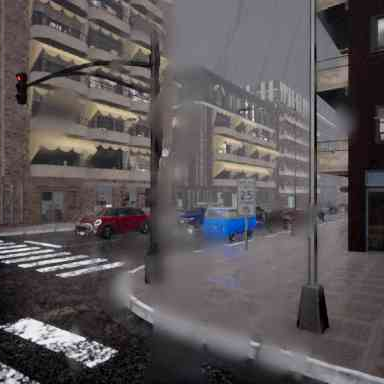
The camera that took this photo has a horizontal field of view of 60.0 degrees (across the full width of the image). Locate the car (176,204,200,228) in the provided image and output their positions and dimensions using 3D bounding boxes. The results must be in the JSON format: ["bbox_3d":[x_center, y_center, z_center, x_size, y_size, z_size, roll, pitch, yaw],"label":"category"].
[{"bbox_3d":[0.629,1.985,26.648,1.812,1.442,4.674,0,-1,36],"label":"car"}]

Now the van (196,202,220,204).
[{"bbox_3d":[1.719,1.903,32.684,1.690,1.788,3.998,-1,-2,35],"label":"van"}]

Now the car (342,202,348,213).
[{"bbox_3d":[25.971,2.723,56.754,1.837,1.490,4.892,0,-1,36],"label":"car"}]

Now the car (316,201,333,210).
[{"bbox_3d":[27.409,2.729,68.792,2.192,1.841,5.009,-1,-2,35],"label":"car"}]

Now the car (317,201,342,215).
[{"bbox_3d":[19.596,2.499,47.786,2.128,1.511,4.902,0,-1,35],"label":"car"}]

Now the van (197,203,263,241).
[{"bbox_3d":[2.267,1.704,18.762,1.690,1.788,3.998,-1,-2,35],"label":"van"}]

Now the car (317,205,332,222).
[{"bbox_3d":[11.763,2.233,32.396,2.008,1.369,4.403,-1,-2,35],"label":"car"}]

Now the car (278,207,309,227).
[{"bbox_3d":[8.552,2.158,27.881,1.802,1.307,4.206,-1,-2,35],"label":"car"}]

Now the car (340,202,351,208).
[{"bbox_3d":[40.159,3.376,86.706,1.752,1.417,4.829,-1,-2,35],"label":"car"}]

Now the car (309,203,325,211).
[{"bbox_3d":[24.199,2.890,64.272,1.802,1.307,4.206,-1,-2,35],"label":"car"}]

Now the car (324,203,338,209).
[{"bbox_3d":[30.622,3.064,73.301,1.887,1.381,4.507,-1,-2,35],"label":"car"}]

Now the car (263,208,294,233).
[{"bbox_3d":[5.341,2.035,23.368,1.947,1.339,4.313,-1,-2,35],"label":"car"}]

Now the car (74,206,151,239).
[{"bbox_3d":[-4.511,1.639,19.385,2.097,1.767,4.553,0,-1,35],"label":"car"}]

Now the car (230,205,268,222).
[{"bbox_3d":[5.953,2.140,34.124,1.837,1.490,4.892,0,-1,36],"label":"car"}]
